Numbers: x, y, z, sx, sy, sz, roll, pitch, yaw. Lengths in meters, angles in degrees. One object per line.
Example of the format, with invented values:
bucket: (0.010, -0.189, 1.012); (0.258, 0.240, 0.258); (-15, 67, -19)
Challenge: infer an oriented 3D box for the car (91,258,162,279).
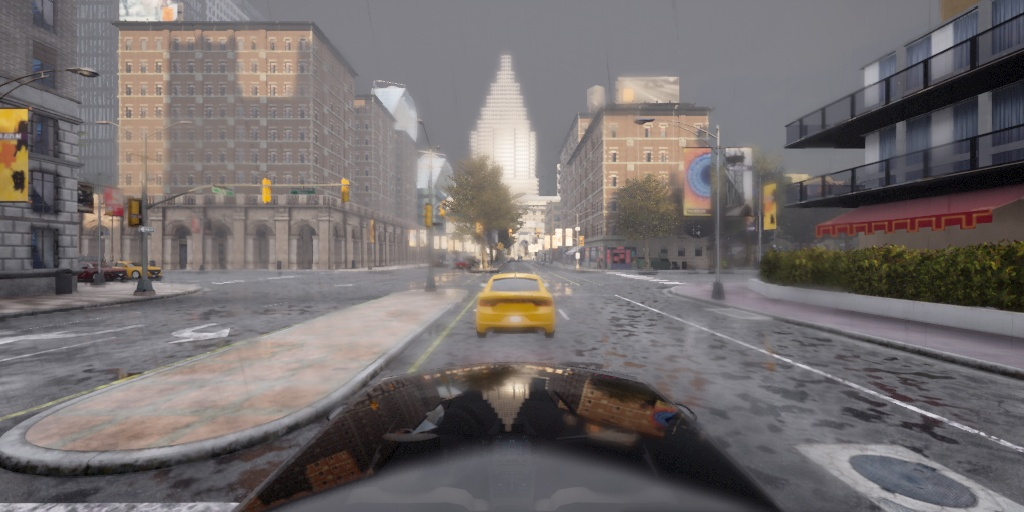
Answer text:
car: (-34.574, 1.228, 32.315); (5.008, 1.535, 1.882); (0, 0, 0)

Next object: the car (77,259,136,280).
car: (-33.939, 1.228, 28.817); (5.008, 1.535, 1.882); (0, 0, 0)

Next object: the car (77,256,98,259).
car: (-48.411, 0.971, 39.542); (5.566, 2.045, 2.150); (0, 0, 0)

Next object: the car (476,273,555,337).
car: (0.094, 1.228, 10.310); (1.882, 1.535, 5.008); (0, 0, 0)

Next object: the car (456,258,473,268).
car: (-7.987, 1.351, 59.051); (1.895, 1.301, 4.718); (0, 0, 0)
